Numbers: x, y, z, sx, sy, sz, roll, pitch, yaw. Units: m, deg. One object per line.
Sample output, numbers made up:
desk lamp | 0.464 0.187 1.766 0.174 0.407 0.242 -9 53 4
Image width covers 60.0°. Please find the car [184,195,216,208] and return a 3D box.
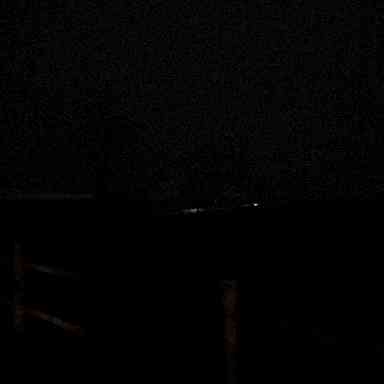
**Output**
car | 1.009 1.135 39.432 1.837 1.490 4.892 -1 0 35

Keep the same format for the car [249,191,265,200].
car | 10.299 0.695 52.599 1.837 1.490 4.892 -1 0 35
